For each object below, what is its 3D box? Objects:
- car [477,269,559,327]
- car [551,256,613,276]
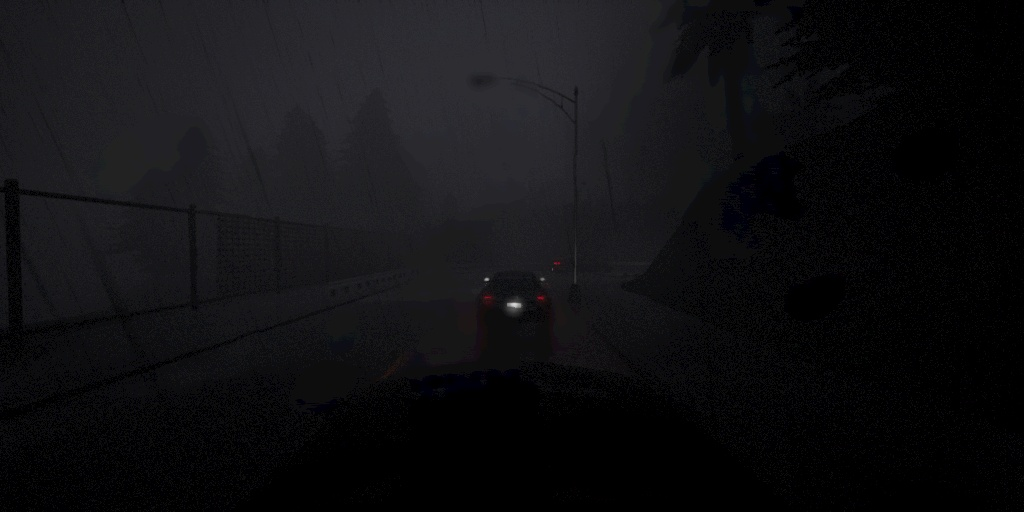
[{"bbox_3d":[0.081,1.127,10.730,1.994,1.385,4.181,0,1,0],"label":"car"},{"bbox_3d":[5.403,0.720,27.660,4.892,1.490,1.837,0,-3,-19],"label":"car"}]
